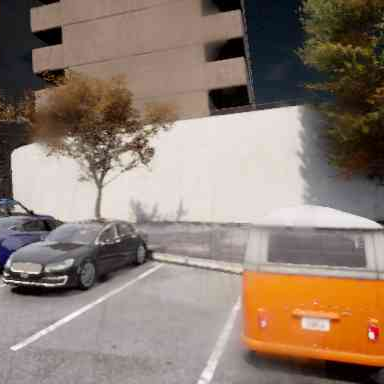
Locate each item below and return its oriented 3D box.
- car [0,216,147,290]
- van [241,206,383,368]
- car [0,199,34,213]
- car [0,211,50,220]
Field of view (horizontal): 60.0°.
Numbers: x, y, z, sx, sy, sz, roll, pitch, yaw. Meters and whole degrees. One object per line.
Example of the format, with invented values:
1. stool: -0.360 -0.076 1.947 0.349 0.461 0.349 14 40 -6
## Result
1. car: -2.845 1.515 9.347 2.231 1.521 4.892 0 -1 16
2. van: 2.028 1.278 5.904 1.878 1.987 4.442 0 -1 16
3. car: -7.724 1.275 12.902 2.435 2.045 5.566 0 -1 16
4. car: -5.280 1.550 11.134 2.163 1.488 4.792 0 -1 16
